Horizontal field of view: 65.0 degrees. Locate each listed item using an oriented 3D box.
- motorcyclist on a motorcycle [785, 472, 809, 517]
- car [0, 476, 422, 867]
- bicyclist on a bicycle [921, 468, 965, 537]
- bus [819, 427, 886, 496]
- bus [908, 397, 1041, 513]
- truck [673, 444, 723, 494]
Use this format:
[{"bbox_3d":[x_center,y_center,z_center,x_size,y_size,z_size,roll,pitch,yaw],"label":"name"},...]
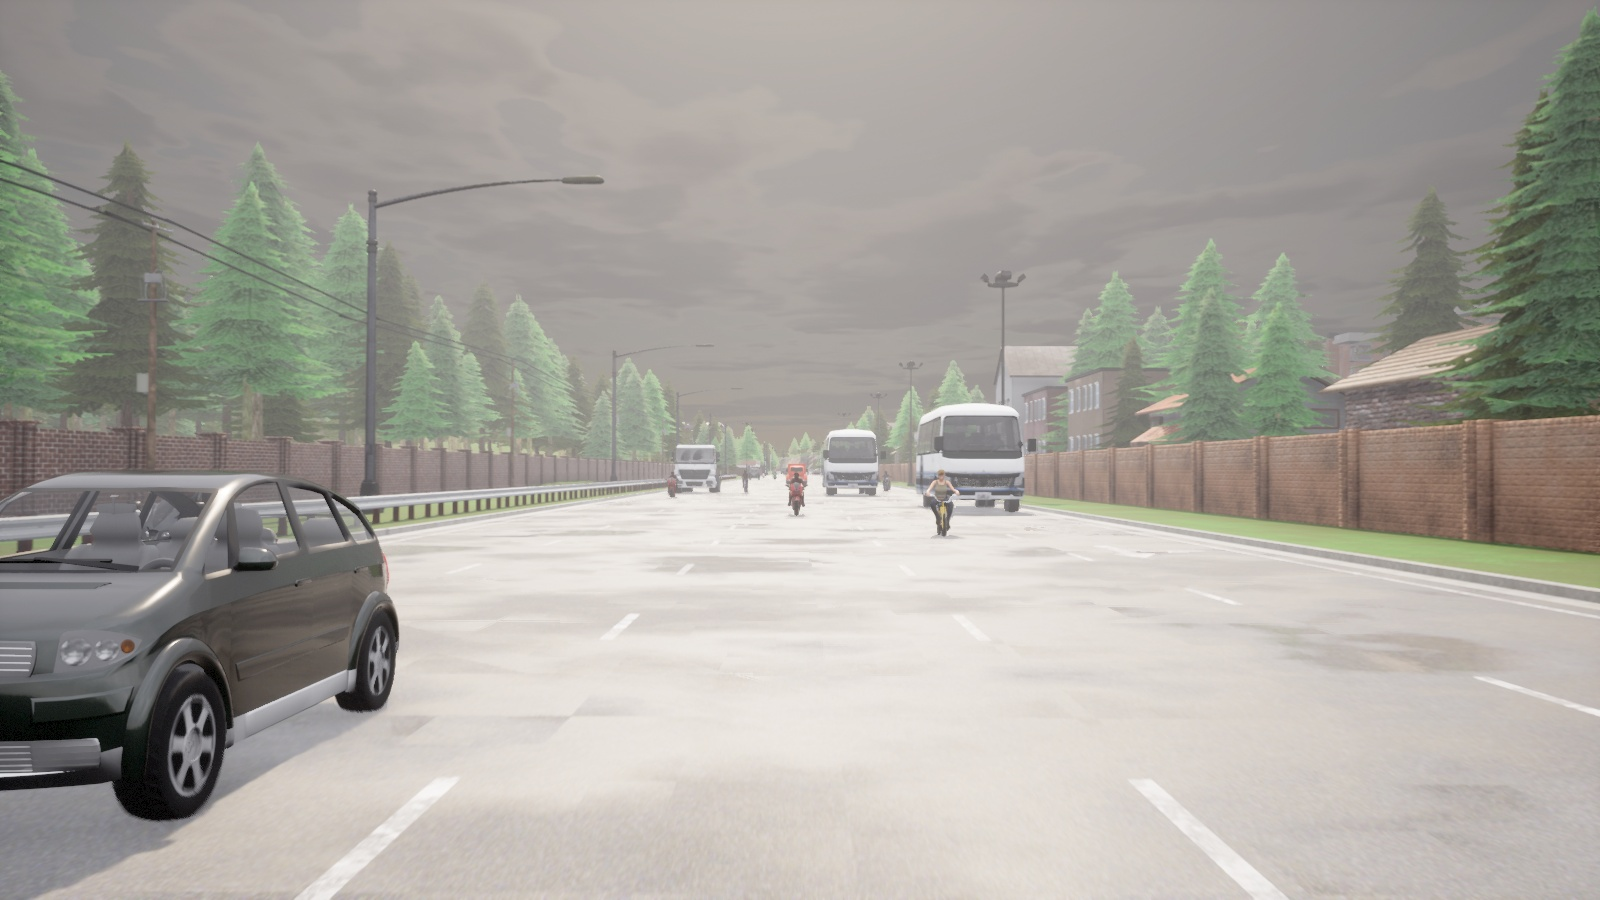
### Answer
[{"bbox_3d":[-0.109,1.531,43.852,0.797,1.523,2.044,0,-1,0],"label":"motorcyclist on a motorcycle"},{"bbox_3d":[-3.517,0.922,6.870,1.789,1.549,3.705,0,-1,0],"label":"car"},{"bbox_3d":[3.424,1.243,30.217,0.866,1.612,1.509,0,-1,0],"label":"bicyclist on a bicycle"},{"bbox_3d":[3.290,0.808,82.599,3.944,4.253,10.273,0,-1,0],"label":"bus"},{"bbox_3d":[6.867,0.271,51.401,3.944,4.253,10.273,0,-1,0],"label":"bus"},{"bbox_3d":[-7.227,1.366,89.862,2.891,3.462,7.936,0,-1,0],"label":"truck"}]
